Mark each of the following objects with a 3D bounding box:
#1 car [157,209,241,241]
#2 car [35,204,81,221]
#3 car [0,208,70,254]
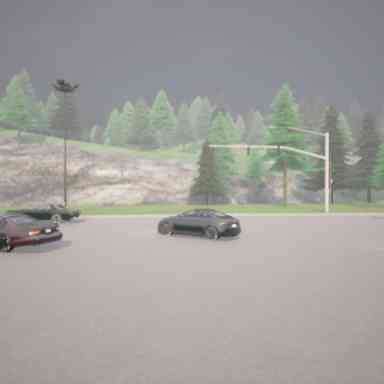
[{"bbox_3d":[0.292,1.511,16.435,4.181,1.385,1.994,0,0,36],"label":"car"},{"bbox_3d":[-10.573,1.525,23.766,4.718,1.301,1.895,0,0,4],"label":"car"},{"bbox_3d":[-7.868,1.505,13.080,5.357,1.411,2.033,0,0,13],"label":"car"}]
